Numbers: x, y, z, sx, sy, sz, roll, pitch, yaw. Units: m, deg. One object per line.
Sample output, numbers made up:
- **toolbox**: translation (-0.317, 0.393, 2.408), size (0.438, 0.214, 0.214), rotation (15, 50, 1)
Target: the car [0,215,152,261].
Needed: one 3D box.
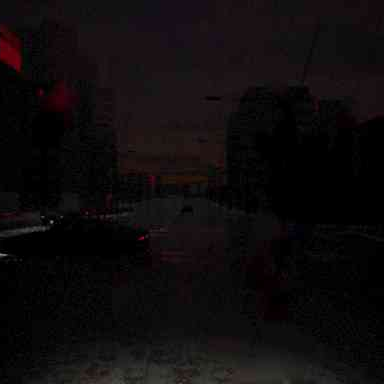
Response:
- **car**: translation (-4.235, 1.743, 12.627), size (5.357, 1.411, 2.033), rotation (0, -1, 0)

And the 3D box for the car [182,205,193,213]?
- **car**: translation (-0.838, 3.000, 59.002), size (1.994, 1.385, 4.181), rotation (0, -2, -1)

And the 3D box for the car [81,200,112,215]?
- **car**: translation (-11.098, 1.971, 37.663), size (2.150, 2.045, 5.566), rotation (0, -2, -1)

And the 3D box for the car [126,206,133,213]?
- **car**: translation (-11.438, 3.025, 57.440), size (1.895, 1.301, 4.718), rotation (0, -2, -1)

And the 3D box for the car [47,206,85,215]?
- **car**: translation (-10.898, 2.079, 27.961), size (1.895, 1.301, 4.718), rotation (0, -1, -1)

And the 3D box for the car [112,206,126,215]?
- **car**: translation (-11.254, 2.650, 47.555), size (1.994, 1.385, 4.181), rotation (0, -2, 0)
